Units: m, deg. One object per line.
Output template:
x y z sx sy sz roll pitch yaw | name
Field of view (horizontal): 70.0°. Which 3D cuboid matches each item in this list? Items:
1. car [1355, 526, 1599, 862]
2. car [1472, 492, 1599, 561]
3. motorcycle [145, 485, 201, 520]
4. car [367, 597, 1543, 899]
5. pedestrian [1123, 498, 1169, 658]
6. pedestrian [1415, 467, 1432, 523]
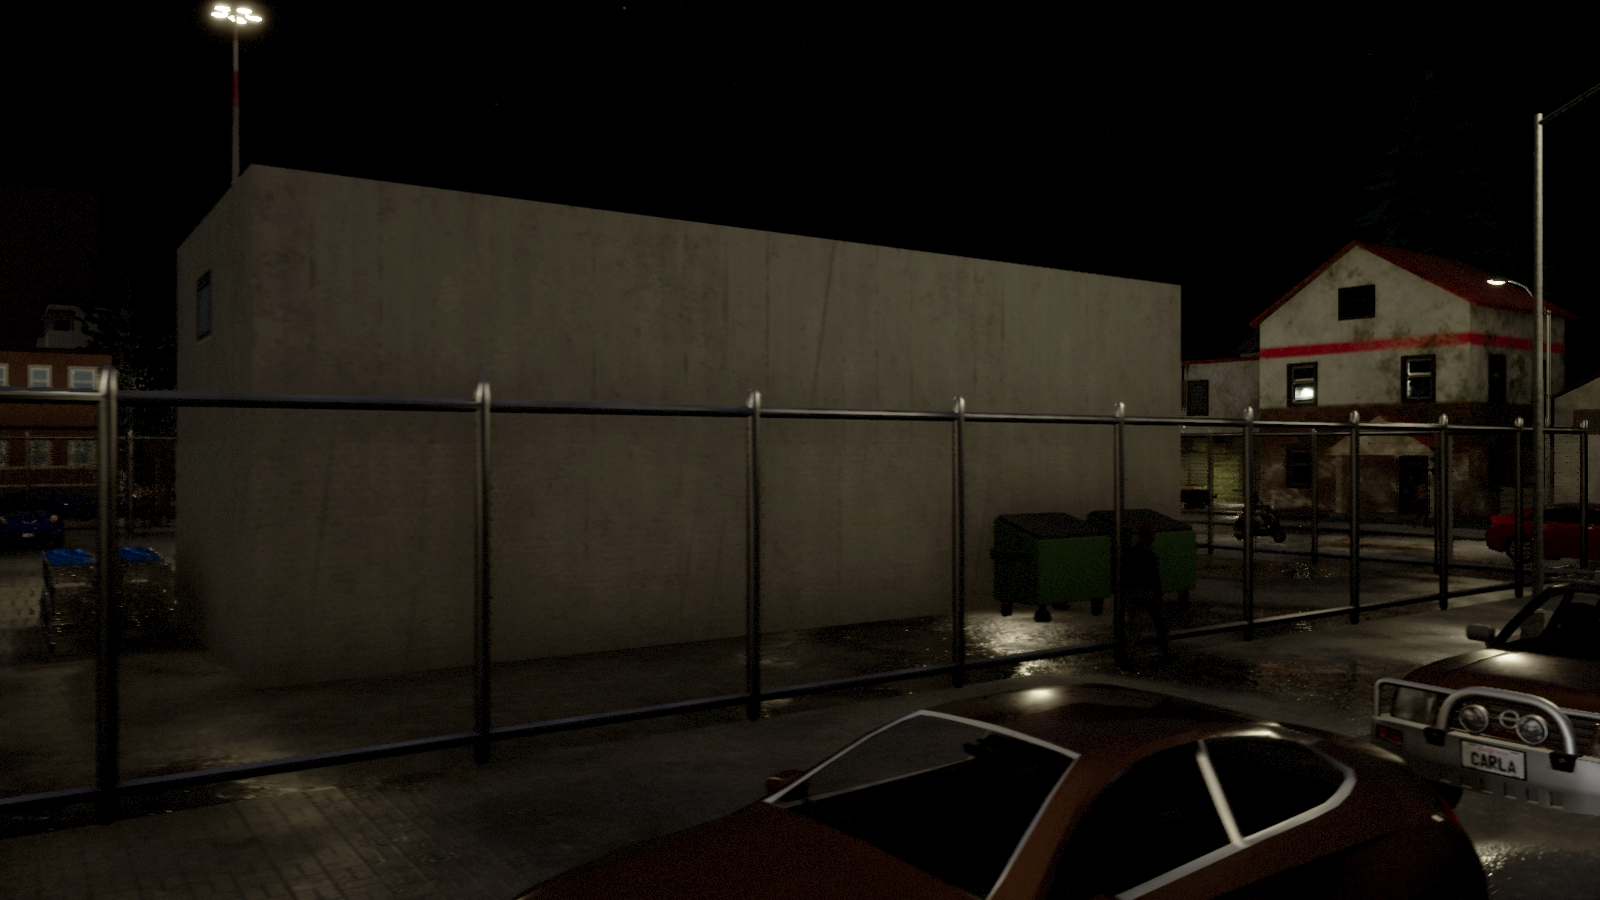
6.540 1.644 8.937 4.605 1.855 1.932 0 0 -34 | car
19.295 1.842 27.483 2.231 1.480 4.892 0 0 -35 | car
-23.717 1.962 43.237 1.805 1.236 0.856 0 0 -34 | motorcycle
0.969 1.772 5.061 5.027 1.651 2.152 0 0 -35 | car
4.162 1.525 13.758 0.375 1.860 0.375 0 0 -34 | pedestrian
21.200 1.526 38.844 0.375 1.860 0.375 0 0 -39 | pedestrian
